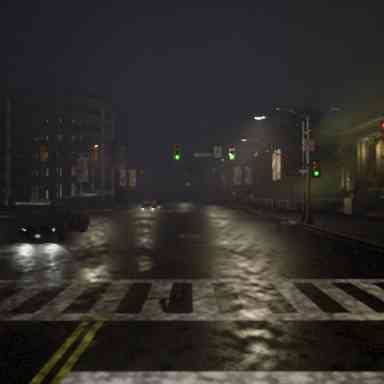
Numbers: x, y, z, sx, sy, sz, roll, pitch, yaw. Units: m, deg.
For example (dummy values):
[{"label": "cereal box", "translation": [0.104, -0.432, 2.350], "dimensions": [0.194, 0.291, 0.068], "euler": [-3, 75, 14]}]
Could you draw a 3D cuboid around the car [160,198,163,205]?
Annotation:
[{"label": "car", "translation": [-6.989, 1.906, 64.749], "dimensions": [1.837, 1.490, 4.892], "euler": [0, 0, 0]}]

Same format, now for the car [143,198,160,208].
[{"label": "car", "translation": [-7.005, 1.823, 55.298], "dimensions": [1.882, 1.535, 5.008], "euler": [0, 0, 0]}]

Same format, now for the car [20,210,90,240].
[{"label": "car", "translation": [-7.067, 1.658, 17.901], "dimensions": [2.033, 1.411, 5.357], "euler": [0, 0, 0]}]

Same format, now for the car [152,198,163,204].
[{"label": "car", "translation": [-7.772, 2.010, 75.333], "dimensions": [2.033, 1.411, 5.357], "euler": [0, 0, -10]}]
